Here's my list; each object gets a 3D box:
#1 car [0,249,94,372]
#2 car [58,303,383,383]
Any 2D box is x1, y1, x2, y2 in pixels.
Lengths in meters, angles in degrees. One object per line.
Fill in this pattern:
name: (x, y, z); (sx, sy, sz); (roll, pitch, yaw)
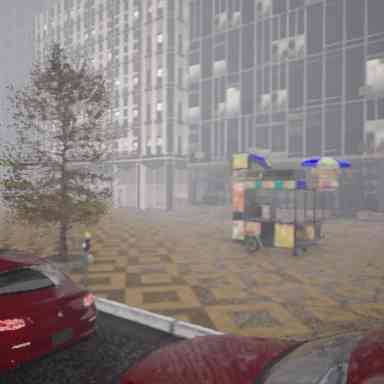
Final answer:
car: (-3.231, 1.569, 5.173); (4.206, 1.307, 1.802); (0, 0, 36)
car: (1.268, 1.581, 1.963); (4.206, 1.307, 1.802); (0, 0, 36)
